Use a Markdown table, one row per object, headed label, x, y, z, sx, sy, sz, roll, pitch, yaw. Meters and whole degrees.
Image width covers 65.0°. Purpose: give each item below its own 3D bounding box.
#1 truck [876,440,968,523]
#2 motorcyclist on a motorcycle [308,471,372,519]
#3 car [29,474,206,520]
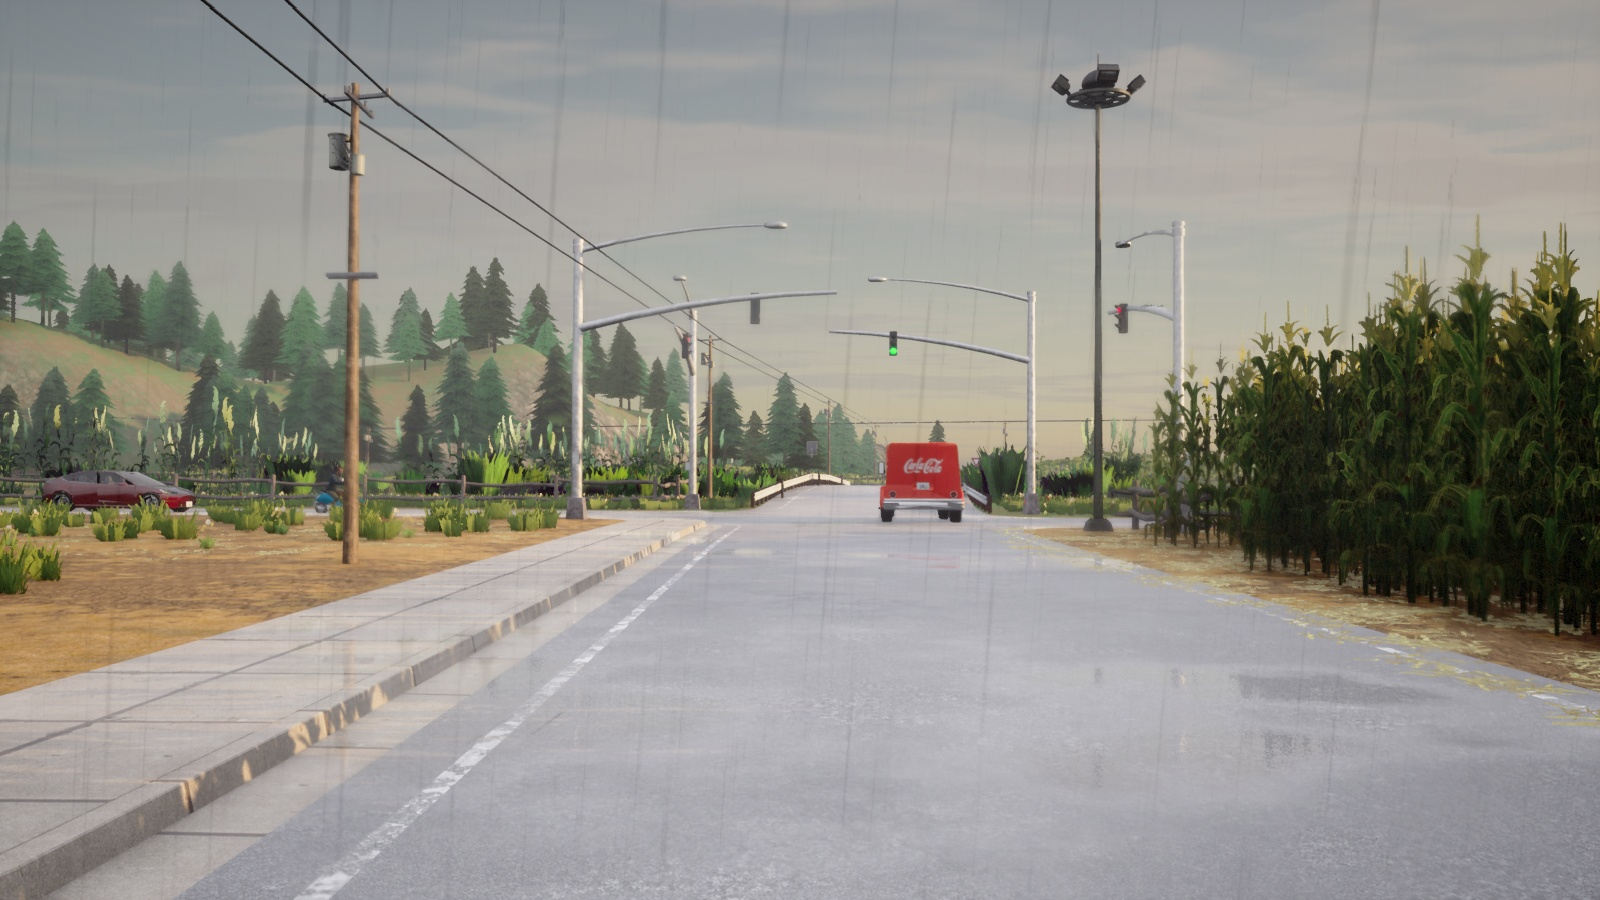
| label | x | y | z | sx | sy | sz | roll | pitch | yaw |
| --- | --- | --- | --- | --- | --- | --- | --- | --- | --- |
| truck | 3.819 | 0.988 | 40.330 | 2.627 | 2.467 | 5.204 | 0 | -1 | 2 |
| motorcyclist on a motorcycle | -15.328 | 1.496 | 41.867 | 1.817 | 1.590 | 0.866 | 0 | -1 | 3 |
| car | -22.884 | 1.579 | 42.235 | 4.792 | 1.488 | 2.163 | 0 | -1 | 3 |
